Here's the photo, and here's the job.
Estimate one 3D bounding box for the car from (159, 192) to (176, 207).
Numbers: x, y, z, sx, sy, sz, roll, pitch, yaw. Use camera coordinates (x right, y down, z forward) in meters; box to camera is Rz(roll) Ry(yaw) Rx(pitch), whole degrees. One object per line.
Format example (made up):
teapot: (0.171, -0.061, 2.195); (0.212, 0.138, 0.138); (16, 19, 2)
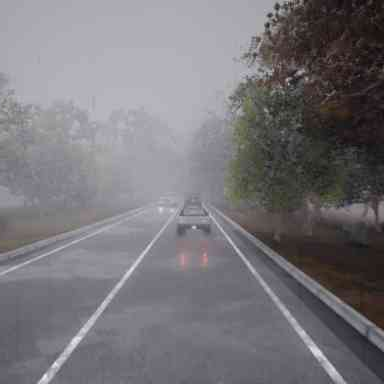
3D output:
car: (-3.495, 1.035, 48.826); (2.150, 2.045, 5.566); (0, 0, 0)

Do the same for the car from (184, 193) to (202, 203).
car: (0.105, 1.093, 42.923); (2.150, 2.045, 5.566); (0, 0, 0)

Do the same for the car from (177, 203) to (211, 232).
car: (0.104, 1.584, 19.995); (1.895, 1.301, 4.718); (0, 0, 0)
